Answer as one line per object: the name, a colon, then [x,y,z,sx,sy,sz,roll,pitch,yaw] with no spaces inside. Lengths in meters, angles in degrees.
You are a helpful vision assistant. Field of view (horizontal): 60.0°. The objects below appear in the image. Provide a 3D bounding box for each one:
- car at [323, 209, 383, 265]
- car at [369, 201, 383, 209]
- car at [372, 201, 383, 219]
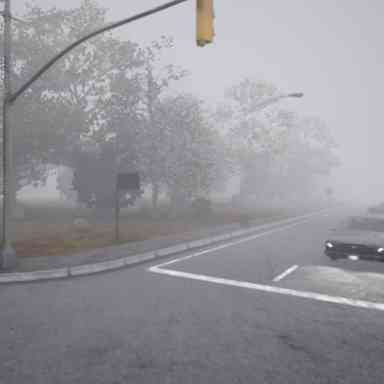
car: [6.304,1.543,11.939,2.033,1.411,5.357,0,0,36]
car: [11.681,1.541,20.511,2.033,1.411,5.357,0,0,32]
car: [17.375,1.539,29.506,2.033,1.411,5.357,0,0,32]
